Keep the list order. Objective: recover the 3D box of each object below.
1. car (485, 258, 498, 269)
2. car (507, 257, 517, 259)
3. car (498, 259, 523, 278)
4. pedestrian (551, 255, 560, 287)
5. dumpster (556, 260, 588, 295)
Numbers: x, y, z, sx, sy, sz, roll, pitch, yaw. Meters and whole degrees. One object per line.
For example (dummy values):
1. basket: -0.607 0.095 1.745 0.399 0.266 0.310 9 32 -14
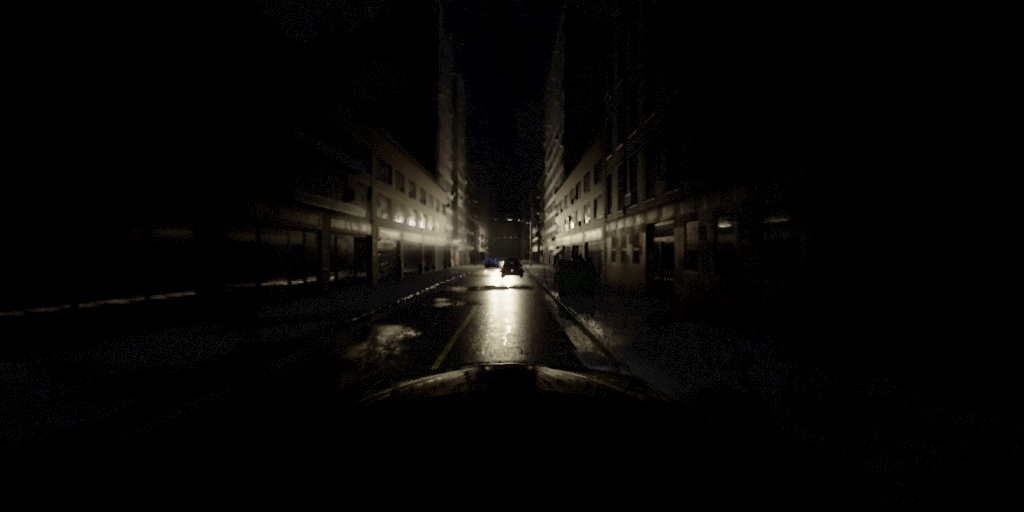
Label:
1. car: -2.823 1.045 51.103 1.882 1.535 5.008 0 0 0
2. car: 0.042 0.933 46.273 2.097 1.767 4.553 0 0 1
3. car: 0.041 1.190 32.672 1.994 1.385 4.181 0 0 1
4. pedestrian: 2.450 0.820 18.946 0.375 1.860 0.375 -1 1 -14
5. dumpster: 3.008 1.076 18.094 1.020 1.700 1.940 0 0 0
